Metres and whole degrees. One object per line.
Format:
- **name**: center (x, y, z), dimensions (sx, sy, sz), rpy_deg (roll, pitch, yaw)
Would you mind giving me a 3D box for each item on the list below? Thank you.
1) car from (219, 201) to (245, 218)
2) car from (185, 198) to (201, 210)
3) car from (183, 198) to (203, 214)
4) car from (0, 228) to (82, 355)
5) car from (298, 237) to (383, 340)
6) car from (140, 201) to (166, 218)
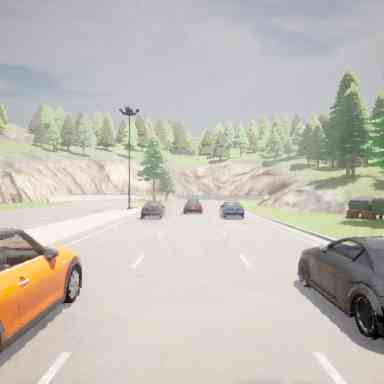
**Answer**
- **car**: center (3.610, 1.547, 30.473), dimensions (2.033, 1.411, 5.357), rpy_deg (0, 0, 0)
- **car**: center (0.170, 1.547, 44.515), dimensions (2.033, 1.411, 5.357), rpy_deg (0, 0, 1)
- **car**: center (0.110, 1.564, 35.276), dimensions (1.994, 1.385, 4.181), rpy_deg (0, 0, 0)
- **car**: center (-3.400, 1.353, 5.298), dimensions (2.097, 1.767, 4.553), rpy_deg (0, 0, 0)
- **car**: center (3.601, 1.564, 6.554), dimensions (1.994, 1.385, 4.181), rpy_deg (0, 0, 0)
- **car**: center (-3.390, 1.547, 29.628), dimensions (2.033, 1.411, 5.357), rpy_deg (0, 0, 0)
